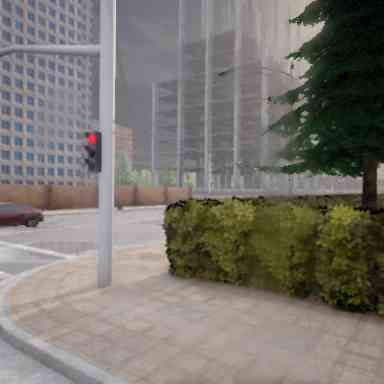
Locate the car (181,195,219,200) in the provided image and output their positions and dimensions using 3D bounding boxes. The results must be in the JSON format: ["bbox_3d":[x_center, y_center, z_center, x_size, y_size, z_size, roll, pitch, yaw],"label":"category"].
[{"bbox_3d":[1.337,1.138,34.408,2.097,1.767,4.553,1,1,36],"label":"car"}]

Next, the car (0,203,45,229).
[{"bbox_3d":[-10.332,1.314,17.886,1.812,1.442,4.674,1,1,34],"label":"car"}]

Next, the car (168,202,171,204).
[{"bbox_3d":[-0.675,1.338,37.616,1.895,1.301,4.718,1,1,36],"label":"car"}]
